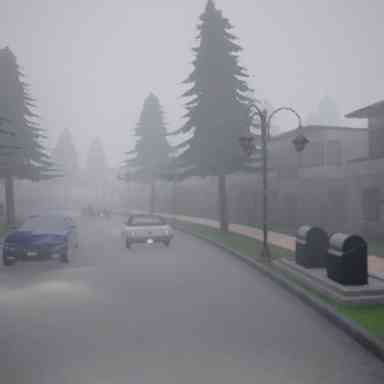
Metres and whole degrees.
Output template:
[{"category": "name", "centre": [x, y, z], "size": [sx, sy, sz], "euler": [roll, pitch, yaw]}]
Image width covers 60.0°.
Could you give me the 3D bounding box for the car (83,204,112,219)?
[{"category": "car", "centre": [-9.110, 1.744, 31.224], "size": [1.895, 1.301, 4.718], "euler": [0, 0, -31]}]

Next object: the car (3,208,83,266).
[{"category": "car", "centre": [-5.259, 1.543, 12.122], "size": [1.882, 1.535, 5.008], "euler": [0, 0, -14]}]

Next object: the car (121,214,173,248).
[{"category": "car", "centre": [-2.222, 1.656, 15.273], "size": [1.895, 1.301, 4.718], "euler": [0, 0, -15]}]

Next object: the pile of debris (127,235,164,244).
[{"category": "pile of debris", "centre": [-2.253, 2.235, 15.842], "size": [1.500, 0.140, 1.860], "euler": [0, 0, -16]}]
